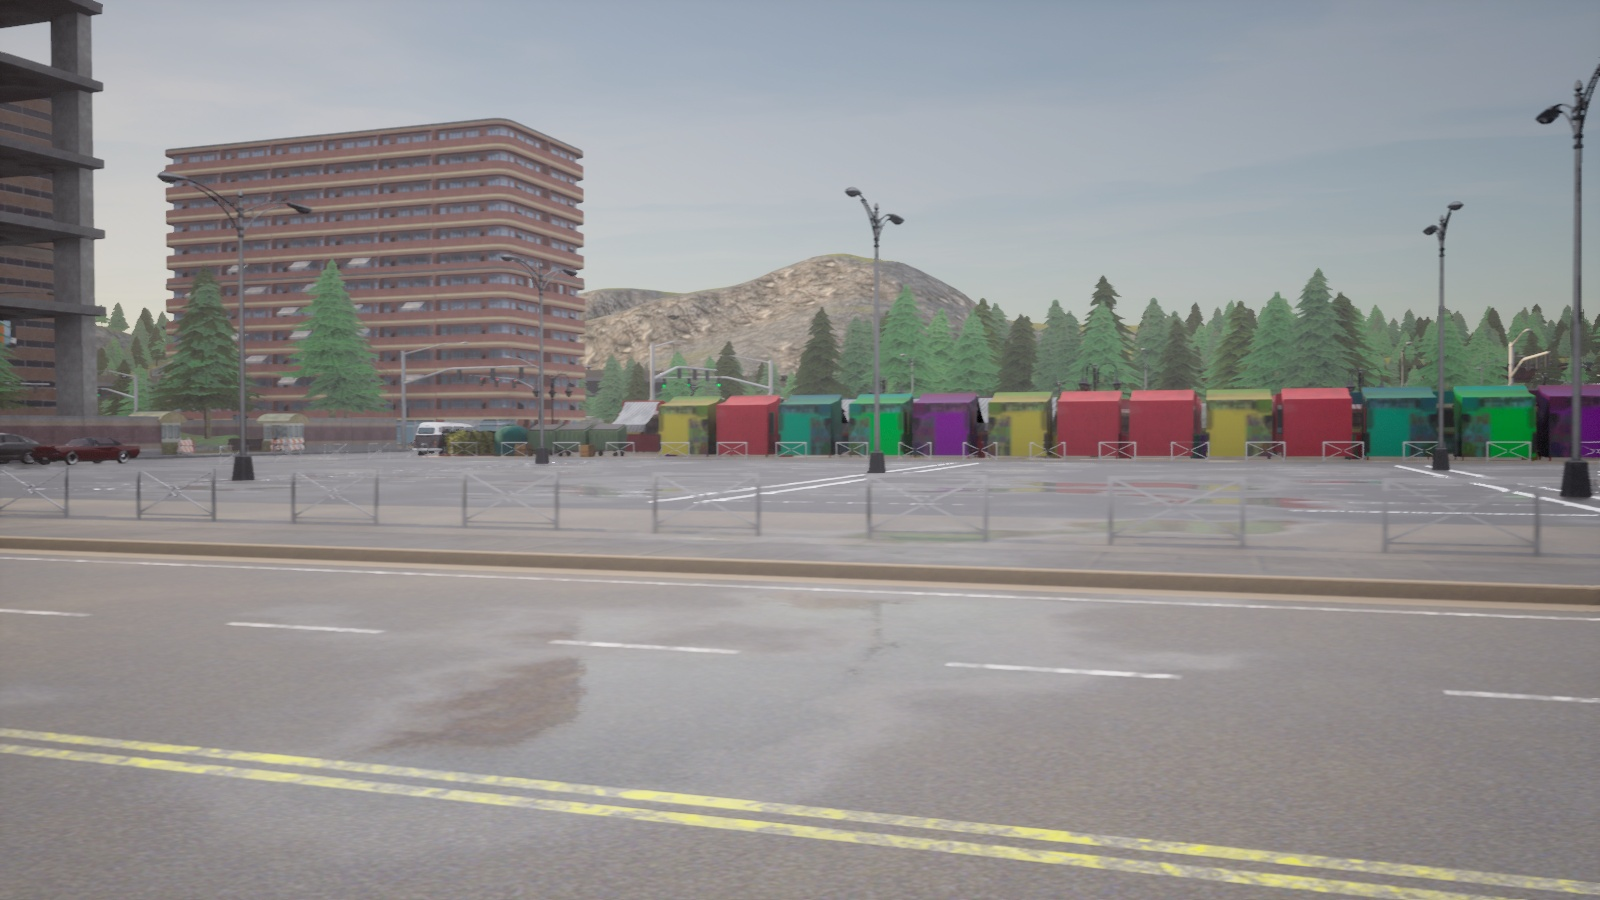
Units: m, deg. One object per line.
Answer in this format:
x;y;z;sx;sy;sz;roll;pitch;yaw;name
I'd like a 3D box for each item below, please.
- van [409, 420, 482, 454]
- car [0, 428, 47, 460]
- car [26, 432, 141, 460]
-21.340;-0.799;75.754;2.069;2.038;4.480;1;1;18;van
-38.083;-0.307;58.697;1.837;1.490;4.892;1;1;18;car
-34.030;-0.214;59.795;1.895;1.301;4.718;1;1;18;car
